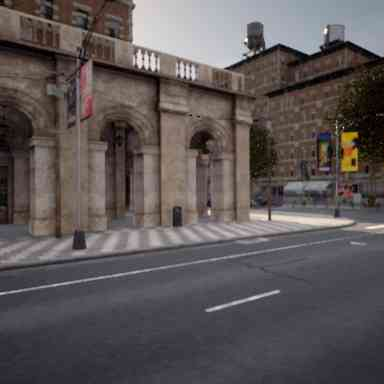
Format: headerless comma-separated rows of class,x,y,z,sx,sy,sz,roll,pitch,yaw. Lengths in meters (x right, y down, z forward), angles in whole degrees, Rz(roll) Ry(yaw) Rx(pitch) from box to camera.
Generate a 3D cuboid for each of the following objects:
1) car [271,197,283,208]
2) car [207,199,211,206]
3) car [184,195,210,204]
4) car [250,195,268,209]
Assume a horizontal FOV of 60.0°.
car,10.069,1.319,45.110,1.837,1.490,4.892,0,0,-36
car,1.177,1.446,46.079,1.895,1.301,4.718,0,0,-36
car,0.860,1.293,57.940,1.882,1.535,5.008,0,0,-35
car,7.105,1.186,43.233,2.097,1.767,4.553,0,0,-36
